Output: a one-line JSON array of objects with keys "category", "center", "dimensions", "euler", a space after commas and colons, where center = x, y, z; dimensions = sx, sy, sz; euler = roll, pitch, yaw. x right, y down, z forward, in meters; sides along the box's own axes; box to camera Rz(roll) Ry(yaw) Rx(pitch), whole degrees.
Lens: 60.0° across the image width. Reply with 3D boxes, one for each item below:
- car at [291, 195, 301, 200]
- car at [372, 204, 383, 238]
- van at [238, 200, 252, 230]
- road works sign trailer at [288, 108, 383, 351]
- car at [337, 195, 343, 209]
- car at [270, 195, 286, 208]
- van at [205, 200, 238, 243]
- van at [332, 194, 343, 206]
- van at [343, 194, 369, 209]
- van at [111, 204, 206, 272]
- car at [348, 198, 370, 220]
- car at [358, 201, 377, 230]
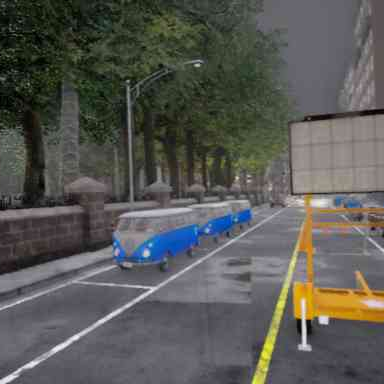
[{"category": "car", "center": [27.440, 1.318, 89.203], "dimensions": [1.752, 1.417, 4.829], "euler": [-2, 0, 20]}, {"category": "car", "center": [8.893, 1.378, 13.534], "dimensions": [1.887, 1.381, 4.507], "euler": [-2, -1, 20]}, {"category": "van", "center": [2.814, 1.438, 21.750], "dimensions": [1.690, 1.788, 3.998], "euler": [-2, -1, 20]}, {"category": "road works sign trailer", "center": [2.966, 0.421, 5.723], "dimensions": [2.380, 3.560, 2.880], "euler": [-2, -1, 20]}, {"category": "car", "center": [16.657, 1.299, 34.803], "dimensions": [1.887, 1.381, 4.507], "euler": [-2, 0, 20]}, {"category": "car", "center": [12.514, 1.306, 48.324], "dimensions": [2.192, 1.841, 5.009], "euler": [-2, 0, 20]}, {"category": "van", "center": [0.873, 1.456, 16.435], "dimensions": [1.690, 1.788, 3.998], "euler": [-2, -1, 20]}, {"category": "van", "center": [20.532, 1.050, 45.439], "dimensions": [1.690, 1.788, 3.998], "euler": [-2, 0, 20]}, {"category": "van", "center": [14.709, 1.117, 29.488], "dimensions": [1.690, 1.788, 3.998], "euler": [-2, -1, 20]}, {"category": "van", "center": [-1.066, 1.474, 11.120], "dimensions": [1.690, 1.788, 3.998], "euler": [-2, -1, 20]}, {"category": "car", "center": [12.776, 1.378, 24.168], "dimensions": [1.802, 1.307, 4.206], "euler": [-2, -1, 20]}, {"category": "car", "center": [10.835, 1.397, 18.851], "dimensions": [1.802, 1.307, 4.206], "euler": [-2, -1, 20]}]
